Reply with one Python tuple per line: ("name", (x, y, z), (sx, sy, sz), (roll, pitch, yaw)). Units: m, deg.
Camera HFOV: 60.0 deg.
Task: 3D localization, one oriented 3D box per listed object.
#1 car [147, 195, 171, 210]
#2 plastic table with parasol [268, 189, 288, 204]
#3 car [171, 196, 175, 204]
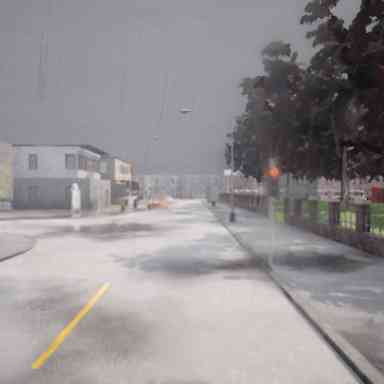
("car", (-4.089, 1.202, 39.942), (2.097, 1.767, 4.553), (0, 0, 0))
("plastic table with parasol", (15.281, 0.723, 58.902), (2.482, 2.480, 2.482), (-1, 1, -40))
("car", (-4.065, 1.315, 56.151), (1.812, 1.442, 4.674), (0, 0, 0))
